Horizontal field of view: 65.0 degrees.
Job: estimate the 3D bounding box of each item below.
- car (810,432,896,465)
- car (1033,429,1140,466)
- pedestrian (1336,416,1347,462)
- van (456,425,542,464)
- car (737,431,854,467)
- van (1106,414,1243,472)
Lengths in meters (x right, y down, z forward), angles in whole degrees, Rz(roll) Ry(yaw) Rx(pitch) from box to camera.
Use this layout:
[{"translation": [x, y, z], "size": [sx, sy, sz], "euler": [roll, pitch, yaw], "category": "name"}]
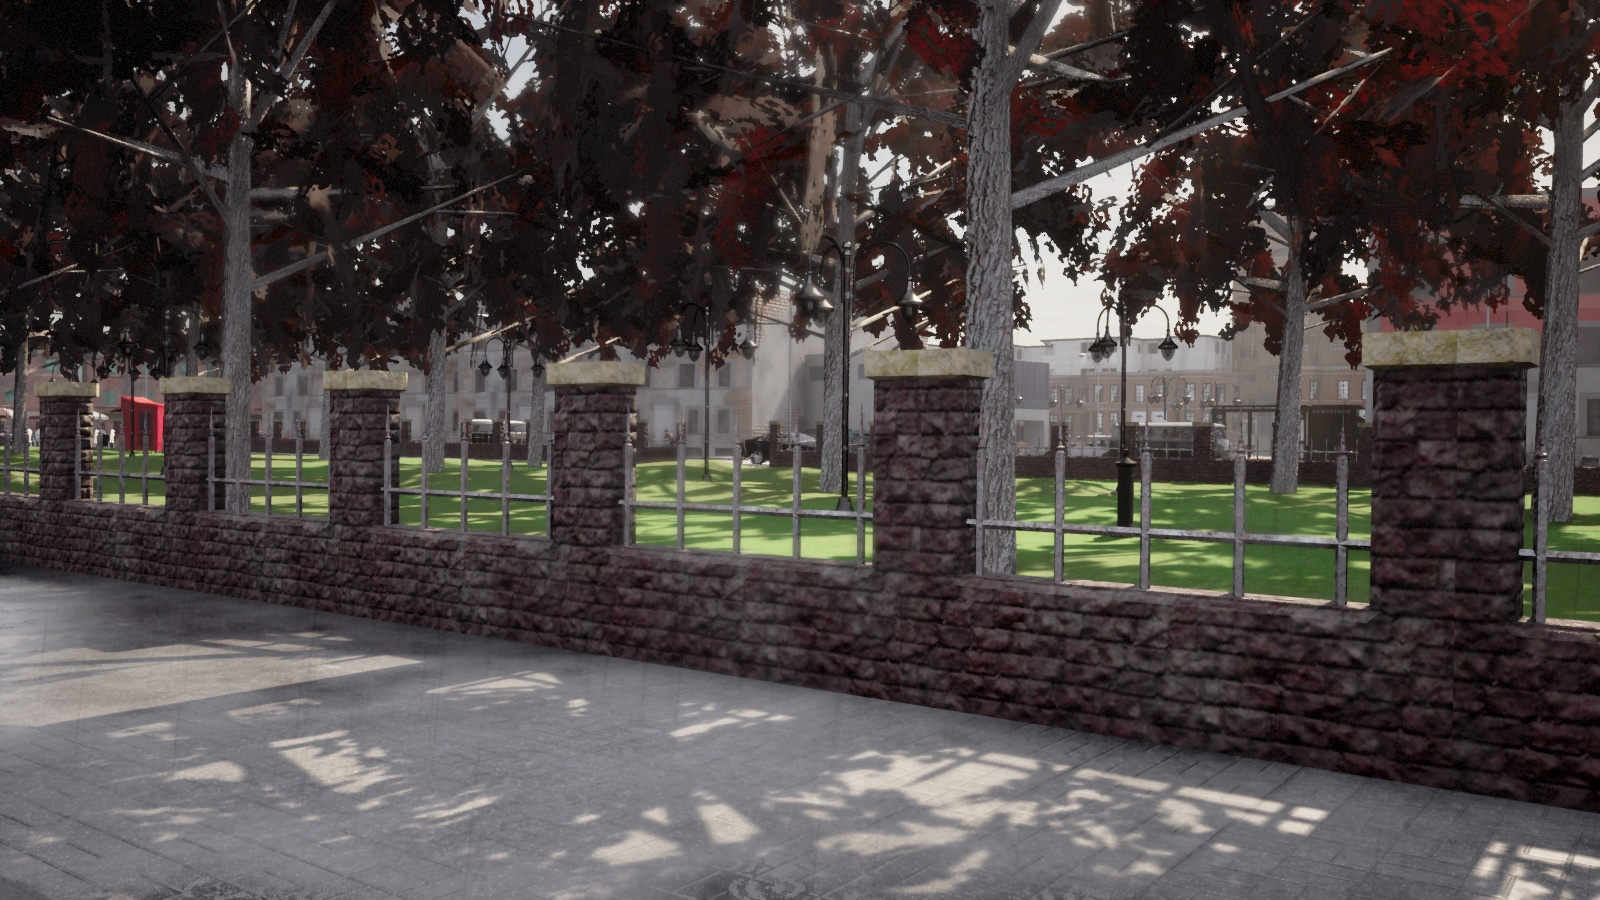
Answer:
[{"translation": [2.463, -0.079, 58.730], "size": [3.633, 1.501, 1.845], "euler": [0, 1, 36], "category": "car"}, {"translation": [11.807, -0.118, 51.836], "size": [3.806, 1.475, 1.970], "euler": [0, 1, 37], "category": "car"}, {"translation": [22.164, -0.461, 51.384], "size": [0.376, 1.854, 0.720], "euler": [0, 1, 21], "category": "pedestrian"}, {"translation": [-16.213, -0.320, 67.514], "size": [4.480, 2.038, 2.069], "euler": [0, 1, 36], "category": "van"}, {"translation": [-0.220, -0.071, 55.738], "size": [4.902, 1.511, 2.128], "euler": [0, 1, 36], "category": "car"}, {"translation": [13.557, -0.261, 45.569], "size": [4.442, 1.987, 1.775], "euler": [0, 1, 36], "category": "van"}]
